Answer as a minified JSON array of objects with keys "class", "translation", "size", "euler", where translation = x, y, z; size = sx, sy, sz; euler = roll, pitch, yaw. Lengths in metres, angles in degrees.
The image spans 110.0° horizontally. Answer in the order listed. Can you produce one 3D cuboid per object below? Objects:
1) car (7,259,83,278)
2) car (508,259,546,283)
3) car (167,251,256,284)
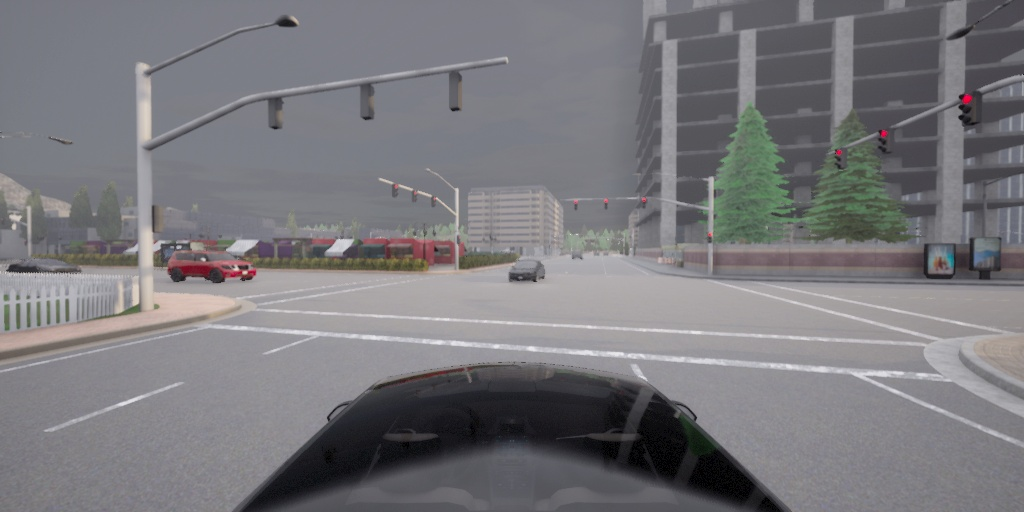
[{"class":"car","translation":[-36.073,0.923,27.685],"size":[5.357,1.411,2.033],"euler":[0,1,14]},{"class":"car","translation":[1.107,0.975,24.423],"size":[1.882,1.535,5.008],"euler":[0,2,14]},{"class":"car","translation":[-19.666,0.675,23.493],"size":[5.566,2.045,2.150],"euler":[1,1,14]}]
